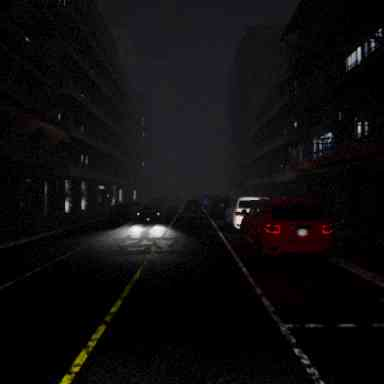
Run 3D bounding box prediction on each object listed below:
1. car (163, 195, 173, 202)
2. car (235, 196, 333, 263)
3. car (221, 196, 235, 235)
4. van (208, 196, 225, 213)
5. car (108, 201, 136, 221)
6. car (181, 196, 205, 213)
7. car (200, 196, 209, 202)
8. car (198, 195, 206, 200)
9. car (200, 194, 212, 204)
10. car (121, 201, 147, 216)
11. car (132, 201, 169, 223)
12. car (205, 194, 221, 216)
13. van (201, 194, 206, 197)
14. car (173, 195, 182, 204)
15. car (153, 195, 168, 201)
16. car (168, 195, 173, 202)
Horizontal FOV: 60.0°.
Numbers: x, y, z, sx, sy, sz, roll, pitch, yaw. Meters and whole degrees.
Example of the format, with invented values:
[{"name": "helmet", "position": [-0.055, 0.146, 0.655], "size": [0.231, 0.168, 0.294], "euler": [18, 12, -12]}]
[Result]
[{"name": "car", "position": [-5.571, 1.501, 78.380], "size": [1.967, 1.590, 4.097], "euler": [0, 0, 0]}, {"name": "car", "position": [3.125, 1.235, 12.082], "size": [2.150, 2.045, 5.566], "euler": [0, 0, 0]}, {"name": "car", "position": [3.135, 1.239, 19.082], "size": [2.150, 2.045, 5.566], "euler": [0, 0, 0]}, {"name": "van", "position": [2.751, 1.365, 38.593], "size": [1.690, 1.788, 3.998], "euler": [0, 0, 0]}, {"name": "car", "position": [-5.646, 1.560, 27.238], "size": [1.887, 1.381, 4.507], "euler": [0, 0, 0]}, {"name": "car", "position": [0.130, 1.500, 36.659], "size": [1.882, 1.535, 5.008], "euler": [0, 0, 0]}, {"name": "car", "position": [2.810, 1.627, 78.369], "size": [1.947, 1.339, 4.313], "euler": [0, 0, 0]}, {"name": "car", "position": [2.836, 1.633, 95.417], "size": [2.008, 1.369, 4.403], "euler": [0, 0, 0]}, {"name": "car", "position": [2.793, 1.364, 67.005], "size": [2.192, 1.841, 5.009], "euler": [0, 0, 0]}, {"name": "car", "position": [-5.639, 1.601, 32.921], "size": [1.802, 1.307, 4.206], "euler": [0, 0, 0]}, {"name": "car", "position": [-3.063, 1.615, 25.537], "size": [1.895, 1.301, 4.718], "euler": [0, 0, 0]}, {"name": "car", "position": [2.742, 1.334, 32.911], "size": [2.192, 1.841, 5.009], "euler": [0, 0, 0]}, {"name": "van", "position": [2.776, 1.379, 55.640], "size": [1.690, 1.788, 3.998], "euler": [0, 0, 0]}, {"name": "car", "position": [-2.898, 1.467, 67.816], "size": [1.837, 1.490, 4.892], "euler": [0, 0, 0]}, {"name": "car", "position": [-5.605, 1.583, 55.650], "size": [1.887, 1.381, 4.507], "euler": [0, 0, 0]}, {"name": "car", "position": [-5.588, 1.600, 67.015], "size": [2.008, 1.369, 4.403], "euler": [0, 0, 0]}]
